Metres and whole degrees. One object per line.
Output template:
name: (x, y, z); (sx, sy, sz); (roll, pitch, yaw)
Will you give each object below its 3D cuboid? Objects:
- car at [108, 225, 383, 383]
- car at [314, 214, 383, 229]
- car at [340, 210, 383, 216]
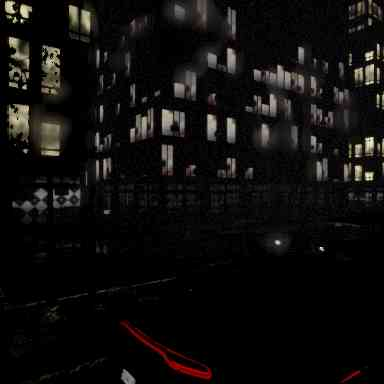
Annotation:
car: (1.460, 1.477, 4.352); (5.008, 1.535, 1.882); (0, 0, -35)
car: (4.746, 1.600, 10.626); (4.718, 1.301, 1.895); (0, 0, -36)
car: (8.140, 1.563, 16.226); (4.313, 1.339, 1.947); (0, 0, -36)
